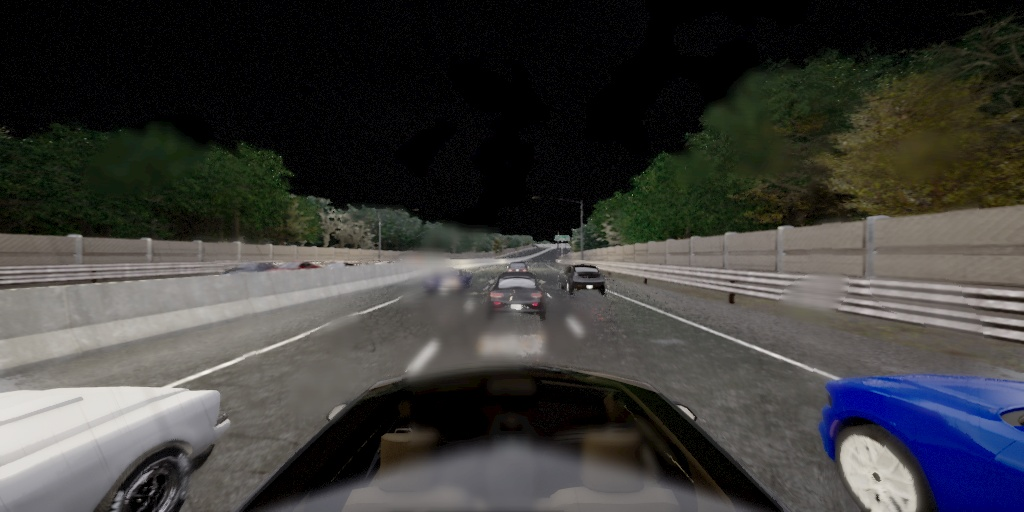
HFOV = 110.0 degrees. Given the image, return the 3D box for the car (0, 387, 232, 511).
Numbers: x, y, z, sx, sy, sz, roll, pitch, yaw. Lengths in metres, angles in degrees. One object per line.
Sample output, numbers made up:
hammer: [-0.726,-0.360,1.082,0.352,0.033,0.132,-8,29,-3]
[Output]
car: [-3.393,1.350,0.973,1.895,1.301,4.718,0,0,0]

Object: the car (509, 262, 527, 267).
car: [0.522,1.251,31.755,2.033,1.411,5.357,0,0,2]

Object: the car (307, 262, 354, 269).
car: [-13.759,1.226,28.384,1.812,1.442,4.674,0,0,1]

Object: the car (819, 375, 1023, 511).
car: [3.611,1.228,1.043,1.882,1.535,5.008,0,0,0]

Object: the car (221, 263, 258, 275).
car: [-20.749,1.244,29.071,2.033,1.411,5.357,0,0,1]

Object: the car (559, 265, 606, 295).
car: [3.767,1.227,19.634,1.837,1.490,4.892,0,0,1]

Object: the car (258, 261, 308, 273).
car: [-17.255,1.176,28.530,1.882,1.535,5.008,0,0,1]

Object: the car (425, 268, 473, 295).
car: [-3.240,1.320,19.450,1.895,1.301,4.718,0,0,1]

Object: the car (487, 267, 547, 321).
car: [0.174,1.260,12.348,1.812,1.442,4.674,0,0,1]
